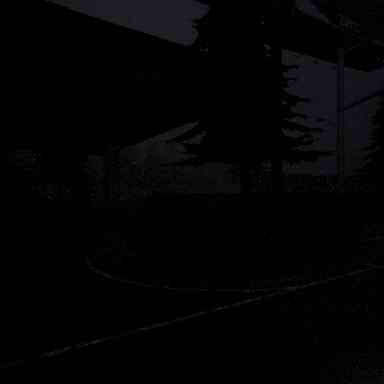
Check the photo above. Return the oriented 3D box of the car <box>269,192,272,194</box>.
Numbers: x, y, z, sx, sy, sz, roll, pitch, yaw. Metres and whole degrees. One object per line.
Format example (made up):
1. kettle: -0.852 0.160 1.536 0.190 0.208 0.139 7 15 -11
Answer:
1. car: 6.216 1.050 28.679 2.150 2.045 5.566 0 1 -34

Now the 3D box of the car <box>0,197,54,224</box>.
1. car: -11.987 1.313 23.469 3.866 1.878 1.905 0 0 -36
